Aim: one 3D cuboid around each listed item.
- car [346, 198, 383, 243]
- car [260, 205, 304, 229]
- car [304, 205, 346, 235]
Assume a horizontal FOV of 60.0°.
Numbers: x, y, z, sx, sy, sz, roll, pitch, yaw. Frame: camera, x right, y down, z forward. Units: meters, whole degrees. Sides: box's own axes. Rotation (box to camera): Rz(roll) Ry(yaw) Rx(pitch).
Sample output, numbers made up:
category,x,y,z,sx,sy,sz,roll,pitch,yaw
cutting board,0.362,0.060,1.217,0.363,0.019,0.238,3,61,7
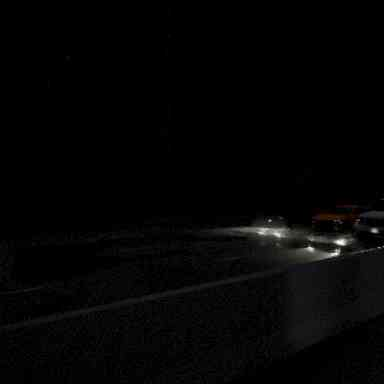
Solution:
category,x,y,z,sx,sy,sz,roll,pitch,yaw
car,9.654,1.232,15.237,5.566,2.045,2.150,0,0,-37
car,6.358,1.576,21.555,4.181,1.385,1.994,0,0,-37
car,8.829,1.490,19.016,5.008,1.535,1.882,0,0,-37
